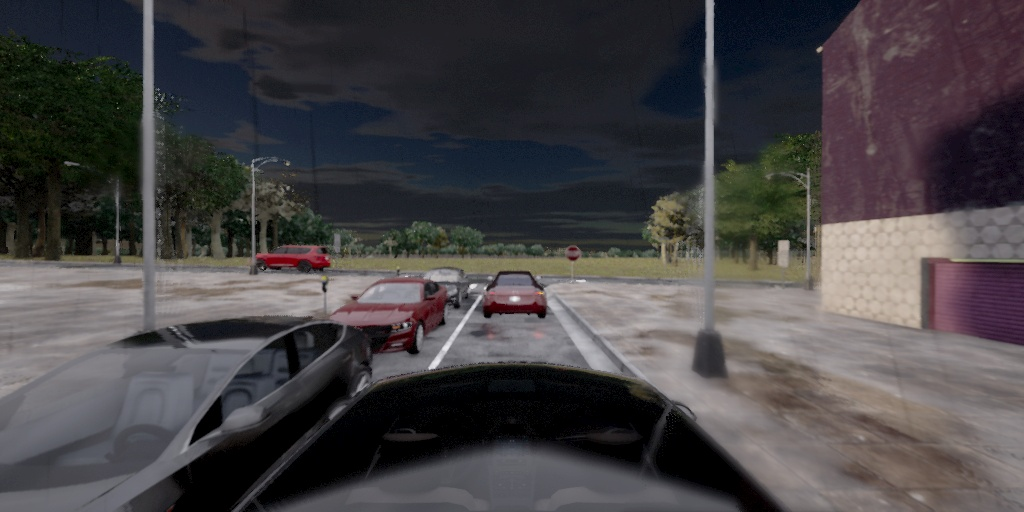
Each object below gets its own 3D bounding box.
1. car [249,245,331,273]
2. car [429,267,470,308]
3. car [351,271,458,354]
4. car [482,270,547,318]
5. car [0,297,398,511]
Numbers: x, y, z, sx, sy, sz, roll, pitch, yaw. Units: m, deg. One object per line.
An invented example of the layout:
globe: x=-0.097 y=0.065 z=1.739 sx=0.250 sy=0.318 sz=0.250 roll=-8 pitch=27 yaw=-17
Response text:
car: x=-16.894 y=0.210 z=27.516 sx=5.566 sy=2.045 sz=2.150 roll=2 pitch=0 yaw=-1
car: x=-2.651 y=1.135 z=14.074 sx=2.007 sy=1.370 sz=4.403 roll=0 pitch=0 yaw=0
car: x=-2.645 y=1.204 z=8.533 sx=1.888 sy=1.381 sz=4.507 roll=0 pitch=0 yaw=0
car: x=0.082 y=1.172 z=12.284 sx=1.994 sy=1.385 sz=4.181 roll=0 pitch=1 yaw=0
car: x=-2.638 y=1.298 z=2.993 sx=1.948 sy=1.339 sz=4.313 roll=0 pitch=0 yaw=0
